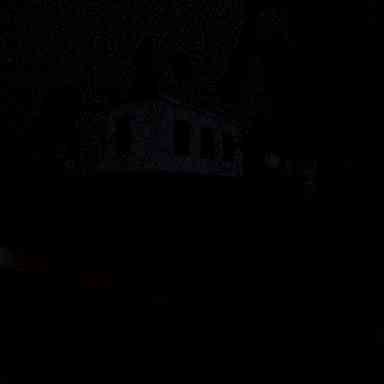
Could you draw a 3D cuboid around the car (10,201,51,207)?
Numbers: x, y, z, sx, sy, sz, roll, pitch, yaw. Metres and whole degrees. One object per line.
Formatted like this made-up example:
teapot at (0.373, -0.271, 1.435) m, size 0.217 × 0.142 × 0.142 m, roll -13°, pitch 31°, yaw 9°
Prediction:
car at (-14.762, 1.528, 29.228) m, size 2.033 × 1.411 × 5.357 m, roll 0°, pitch 0°, yaw 29°
